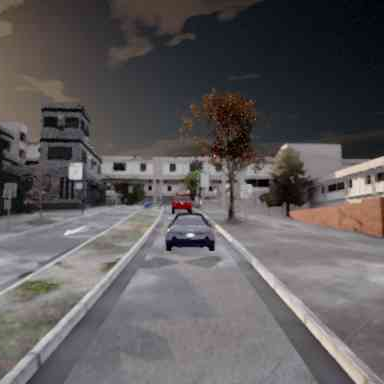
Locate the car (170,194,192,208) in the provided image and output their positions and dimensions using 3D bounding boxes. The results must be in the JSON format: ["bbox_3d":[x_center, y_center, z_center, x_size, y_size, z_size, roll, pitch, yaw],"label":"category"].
[{"bbox_3d":[-1.222,1.290,37.570,2.150,2.045,5.566,0,0,-4],"label":"car"}]

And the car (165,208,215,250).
[{"bbox_3d":[-0.106,1.592,14.456,1.994,1.385,4.181,0,0,-1],"label":"car"}]
